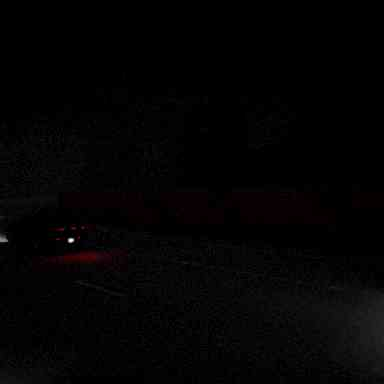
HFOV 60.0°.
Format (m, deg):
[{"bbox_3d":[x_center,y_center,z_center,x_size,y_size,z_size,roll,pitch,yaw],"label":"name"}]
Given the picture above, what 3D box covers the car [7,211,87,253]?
[{"bbox_3d":[-6.324,1.582,14.306,4.892,1.490,1.837,0,0,44],"label":"car"}]
